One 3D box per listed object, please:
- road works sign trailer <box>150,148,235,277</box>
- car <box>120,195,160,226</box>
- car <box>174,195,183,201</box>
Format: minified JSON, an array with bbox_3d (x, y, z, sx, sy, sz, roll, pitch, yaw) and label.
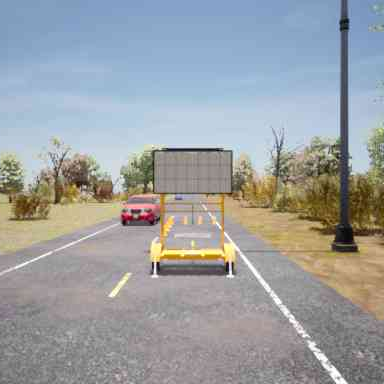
[{"bbox_3d":[0.023,0.464,10.174,2.380,3.560,2.880,0,0,0],"label":"road works sign trailer"},{"bbox_3d":[-3.546,1.214,23.755,2.150,2.045,5.566,0,0,0],"label":"car"},{"bbox_3d":[-3.323,1.384,80.666,1.882,1.535,5.008,0,0,0],"label":"car"}]
